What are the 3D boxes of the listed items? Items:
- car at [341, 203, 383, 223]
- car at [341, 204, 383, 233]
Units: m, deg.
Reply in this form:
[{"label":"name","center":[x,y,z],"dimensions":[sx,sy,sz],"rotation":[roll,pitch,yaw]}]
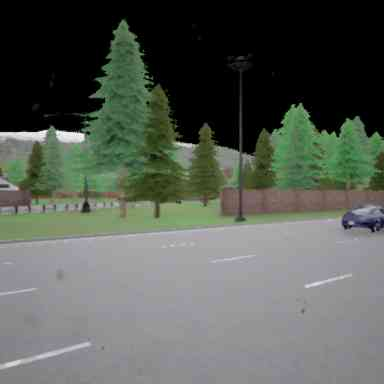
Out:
[{"label":"car","center":[14.121,1.644,26.788],"dimensions":[4.181,1.385,1.994],"rotation":[0,0,-35]},{"label":"car","center":[10.871,1.586,20.099],"dimensions":[4.674,1.442,1.812],"rotation":[0,0,-35]}]
